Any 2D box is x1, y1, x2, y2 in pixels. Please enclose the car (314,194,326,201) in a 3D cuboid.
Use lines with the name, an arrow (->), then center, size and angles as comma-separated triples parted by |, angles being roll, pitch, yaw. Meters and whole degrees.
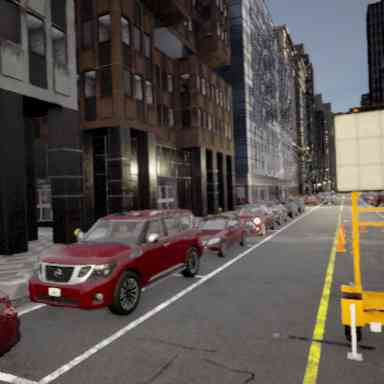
car -> 26.717, 1.095, 69.231 | 1.887, 1.381, 4.507 | -3, -1, 25

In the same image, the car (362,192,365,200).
car -> 27.436, 0.942, 50.410 | 1.947, 1.339, 4.313 | -3, -1, 25

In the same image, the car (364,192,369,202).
car -> 25.090, 0.862, 45.323 | 1.967, 1.590, 4.097 | -3, -1, 25

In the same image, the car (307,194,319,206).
car -> 17.350, 1.277, 48.875 | 1.887, 1.381, 4.507 | -3, -1, 25

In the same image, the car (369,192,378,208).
car -> 20.401, 0.829, 35.147 | 2.192, 1.841, 5.009 | -3, -1, 25

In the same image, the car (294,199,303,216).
car -> 7.985, 1.483, 28.519 | 1.947, 1.339, 4.313 | -2, -1, 25

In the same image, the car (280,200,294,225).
car -> 5.643, 1.515, 23.430 | 2.008, 1.369, 4.403 | -2, -1, 25

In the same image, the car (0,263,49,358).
car -> -3.722, 1.742, 3.073 | 1.802, 1.307, 4.206 | -2, -1, 25

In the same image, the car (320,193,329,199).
car -> 33.743, 0.959, 84.499 | 1.887, 1.381, 4.507 | -3, -1, 25

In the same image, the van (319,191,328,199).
van -> 31.393, 0.801, 79.412 | 1.690, 1.788, 3.998 | -3, -1, 25

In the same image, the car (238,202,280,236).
car -> 3.297, 1.453, 18.342 | 1.967, 1.590, 4.097 | -2, -1, 25

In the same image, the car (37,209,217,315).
car -> -1.391, 1.425, 8.165 | 2.192, 1.841, 5.009 | -2, -1, 25

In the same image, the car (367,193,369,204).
car -> 22.753, 1.034, 40.233 | 1.947, 1.339, 4.313 | -3, -1, 25

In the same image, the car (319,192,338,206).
car -> 19.635, 1.183, 47.230 | 2.033, 1.411, 5.357 | -2, 0, 25

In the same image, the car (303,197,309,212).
car -> 10.326, 1.436, 33.608 | 1.947, 1.339, 4.313 | -3, -1, 25

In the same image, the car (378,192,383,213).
car -> 15.718, 0.922, 24.969 | 2.192, 1.841, 5.009 | -3, -1, 25

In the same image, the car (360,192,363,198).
car -> 29.773, 0.771, 55.500 | 1.967, 1.590, 4.097 | -3, -1, 25

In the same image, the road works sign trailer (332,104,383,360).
road works sign trailer -> 3.583, 0.370, 5.267 | 2.380, 3.560, 2.880 | -2, 0, 25

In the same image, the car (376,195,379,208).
car -> 18.071, 1.142, 30.056 | 1.802, 1.307, 4.206 | -3, -1, 25

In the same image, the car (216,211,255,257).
car -> 0.961, 1.643, 13.252 | 1.802, 1.307, 4.206 | -2, -1, 25
